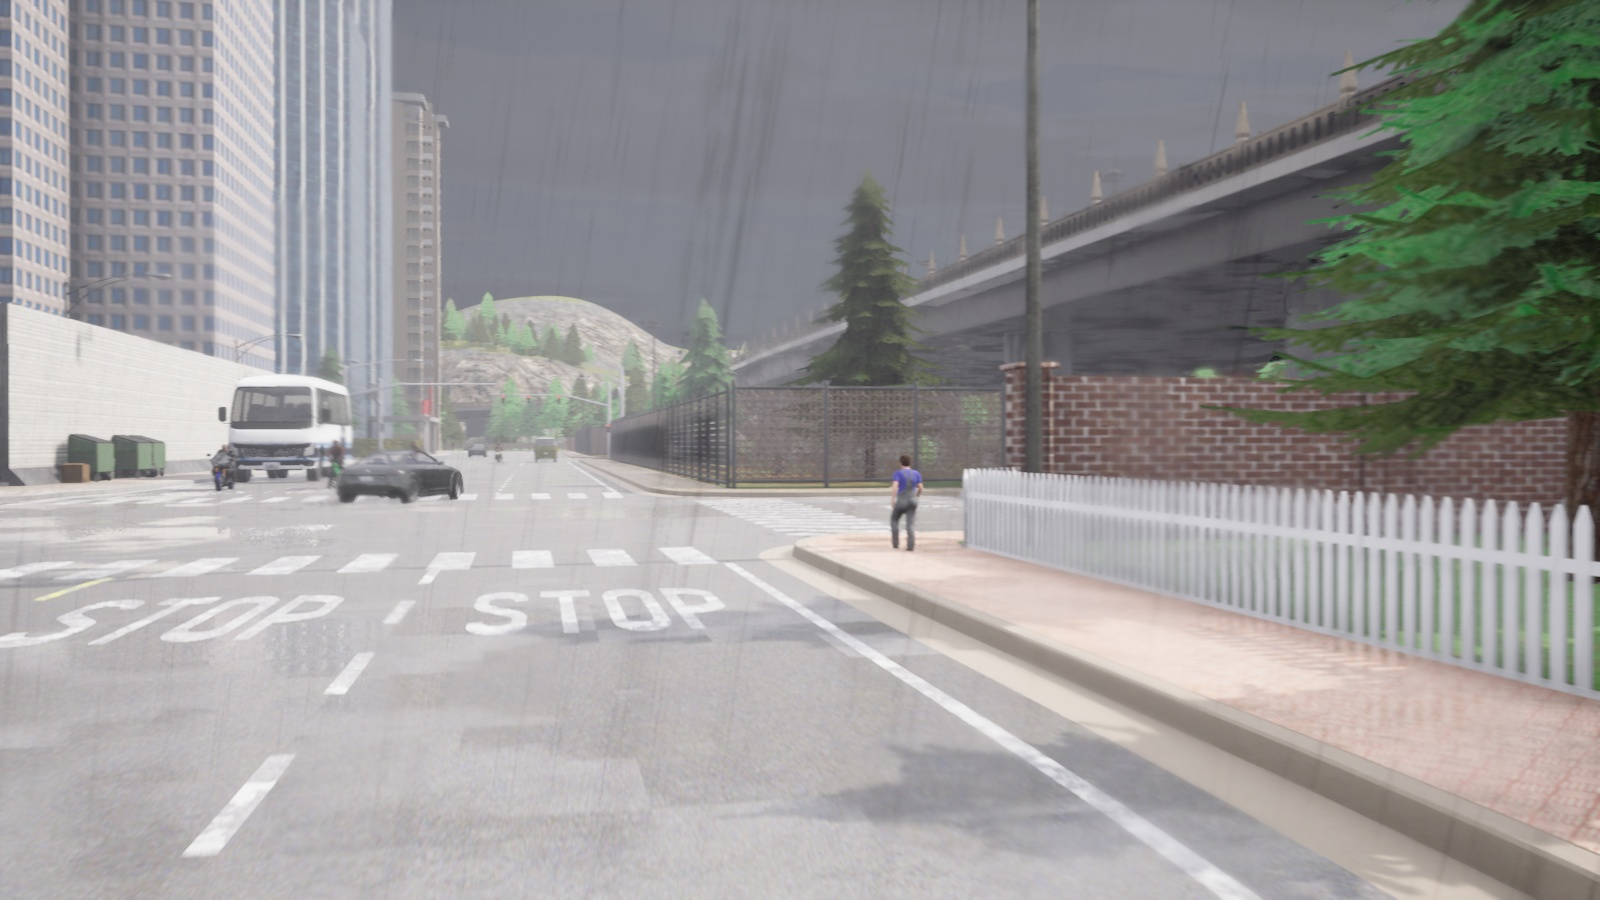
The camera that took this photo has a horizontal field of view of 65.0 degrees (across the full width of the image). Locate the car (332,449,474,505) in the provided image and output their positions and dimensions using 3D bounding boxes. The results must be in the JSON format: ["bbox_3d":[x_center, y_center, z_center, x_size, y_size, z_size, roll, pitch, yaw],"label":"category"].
[{"bbox_3d":[-10.501,0.677,33.558,1.994,1.385,4.181,0,0,8],"label":"car"}]

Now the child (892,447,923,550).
[{"bbox_3d":[1.332,0.592,15.570,0.270,1.263,0.437,0,0,-11],"label":"child"}]

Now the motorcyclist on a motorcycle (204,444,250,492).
[{"bbox_3d":[-18.537,0.562,40.683,0.866,1.530,2.191,0,0,-12],"label":"motorcyclist on a motorcycle"}]

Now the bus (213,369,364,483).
[{"bbox_3d":[-20.876,-0.913,52.049,3.944,4.253,10.273,0,0,-12],"label":"bus"}]
